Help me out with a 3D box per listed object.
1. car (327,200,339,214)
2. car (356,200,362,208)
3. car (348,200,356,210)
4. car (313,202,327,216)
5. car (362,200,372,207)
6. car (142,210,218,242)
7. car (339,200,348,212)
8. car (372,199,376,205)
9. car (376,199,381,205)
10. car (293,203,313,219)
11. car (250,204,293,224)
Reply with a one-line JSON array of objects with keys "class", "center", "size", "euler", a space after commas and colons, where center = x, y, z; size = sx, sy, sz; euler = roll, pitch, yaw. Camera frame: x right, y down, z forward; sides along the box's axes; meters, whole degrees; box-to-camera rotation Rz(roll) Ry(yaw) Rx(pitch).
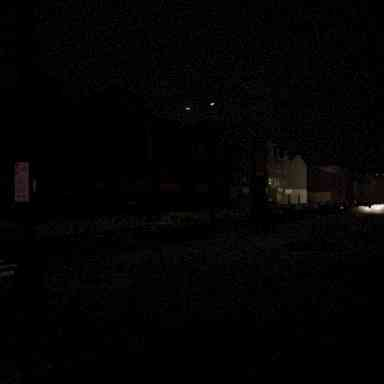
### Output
[{"class": "car", "center": [15.737, 1.832, 39.716], "size": [1.887, 1.381, 4.507], "euler": [-1, -1, 35]}, {"class": "car", "center": [25.488, 2.011, 53.491], "size": [2.008, 1.369, 4.403], "euler": [-1, -1, 35]}, {"class": "car", "center": [22.238, 1.950, 48.900], "size": [2.008, 1.369, 4.403], "euler": [-1, -1, 35]}, {"class": "car", "center": [12.488, 1.819, 35.124], "size": [1.802, 1.307, 4.206], "euler": [-1, -1, 35]}, {"class": "car", "center": [31.989, 2.144, 62.675], "size": [2.008, 1.369, 4.403], "euler": [-1, -1, 35]}, {"class": "car", "center": [-0.415, 1.597, 16.896], "size": [1.752, 1.417, 4.829], "euler": [-1, -1, 35]}, {"class": "car", "center": [18.987, 1.782, 44.310], "size": [1.967, 1.590, 4.097], "euler": [-1, -1, 35]}, {"class": "car", "center": [35.238, 2.209, 67.266], "size": [1.887, 1.381, 4.507], "euler": [-1, -2, 35]}, {"class": "car", "center": [44.988, 2.458, 81.039], "size": [2.008, 1.369, 4.403], "euler": [-2, -2, 35]}, {"class": "car", "center": [9.237, 1.741, 30.533], "size": [2.008, 1.369, 4.403], "euler": [-1, -1, 35]}, {"class": "car", "center": [5.987, 1.713, 25.941], "size": [1.947, 1.339, 4.313], "euler": [-1, -1, 35]}]
